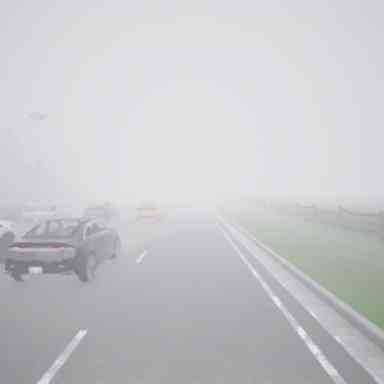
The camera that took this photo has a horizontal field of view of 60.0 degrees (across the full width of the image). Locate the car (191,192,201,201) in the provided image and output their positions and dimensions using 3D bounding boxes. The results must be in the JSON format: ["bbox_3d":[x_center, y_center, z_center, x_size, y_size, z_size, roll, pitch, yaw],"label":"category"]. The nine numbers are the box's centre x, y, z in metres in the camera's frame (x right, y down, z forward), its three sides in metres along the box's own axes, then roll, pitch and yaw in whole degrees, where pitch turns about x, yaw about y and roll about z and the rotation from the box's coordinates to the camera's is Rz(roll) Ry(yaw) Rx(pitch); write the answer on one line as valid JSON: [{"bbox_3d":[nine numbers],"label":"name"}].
[{"bbox_3d":[1.221,1.482,84.608,1.837,1.490,4.892,0,0,0],"label":"car"}]

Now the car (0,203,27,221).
[{"bbox_3d":[-6.900,1.219,8.780,2.150,2.045,5.566,0,0,0],"label":"car"}]

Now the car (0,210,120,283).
[{"bbox_3d":[-3.401,1.489,9.658,2.128,1.511,4.902,0,0,0],"label":"car"}]

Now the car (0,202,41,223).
[{"bbox_3d":[-13.901,1.556,26.402,1.994,1.385,4.181,0,0,0],"label":"car"}]

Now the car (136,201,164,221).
[{"bbox_3d":[-3.401,1.470,27.448,1.882,1.535,5.008,0,0,0],"label":"car"}]

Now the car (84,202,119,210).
[{"bbox_3d":[-6.901,1.484,25.853,2.128,1.511,4.902,0,0,0],"label":"car"}]

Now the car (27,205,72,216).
[{"bbox_3d":[-10.401,1.594,24.339,1.895,1.301,4.718,0,0,0],"label":"car"}]

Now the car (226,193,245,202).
[{"bbox_3d":[8.919,1.194,68.613,3.866,1.878,1.905,0,0,0],"label":"car"}]
